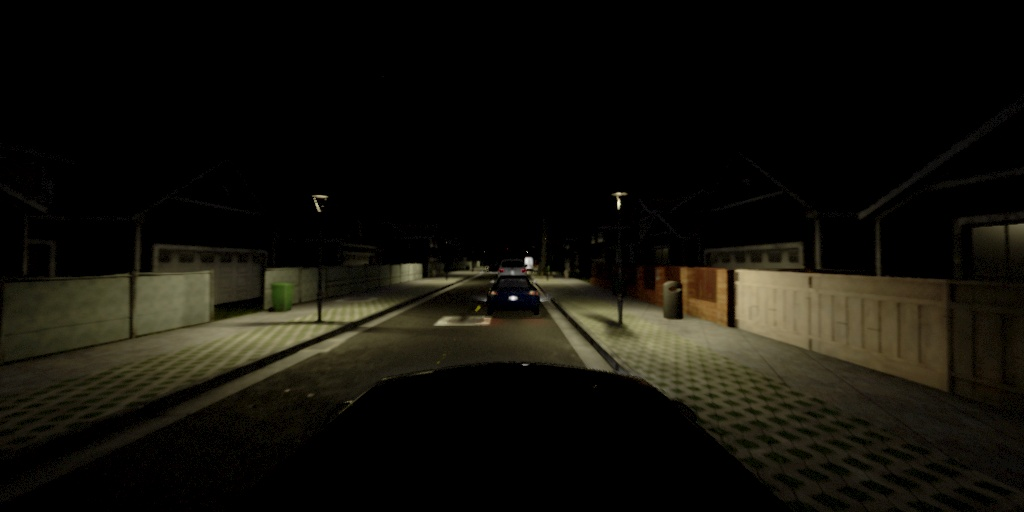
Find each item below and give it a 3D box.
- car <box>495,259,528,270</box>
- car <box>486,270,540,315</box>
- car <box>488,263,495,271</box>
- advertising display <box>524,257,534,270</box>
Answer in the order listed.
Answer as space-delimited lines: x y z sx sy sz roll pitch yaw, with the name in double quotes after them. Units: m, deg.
0.053 1.247 28.101 2.150 2.045 5.566 0 0 1 "car"
0.057 1.445 14.392 1.994 1.385 4.181 0 0 0 "car"
-2.769 1.918 59.463 1.994 1.385 4.181 0 -1 1 "car"
3.050 1.434 64.832 1.540 2.440 0.280 0 0 0 "advertising display"
